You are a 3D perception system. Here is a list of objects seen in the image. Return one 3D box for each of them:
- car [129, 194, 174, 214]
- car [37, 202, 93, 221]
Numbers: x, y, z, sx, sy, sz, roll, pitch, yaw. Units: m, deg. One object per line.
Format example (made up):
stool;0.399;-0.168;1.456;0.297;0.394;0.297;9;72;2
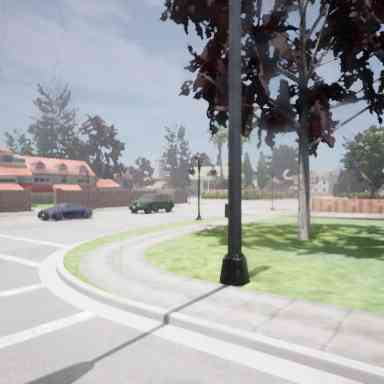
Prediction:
car;-4.162;1.186;35.229;2.150;2.045;5.566;0;0;35
car;-10.032;1.530;26.557;1.994;1.385;4.181;0;0;34
